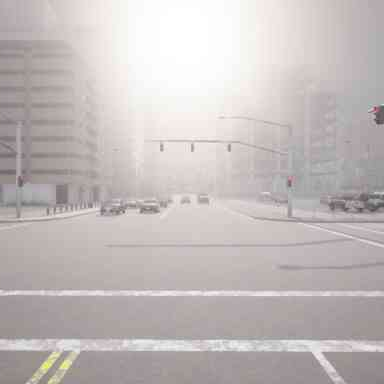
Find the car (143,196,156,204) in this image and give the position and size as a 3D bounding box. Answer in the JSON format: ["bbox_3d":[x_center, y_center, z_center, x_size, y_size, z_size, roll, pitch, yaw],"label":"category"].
[{"bbox_3d":[-8.266,1.564,65.056,1.994,1.385,4.181,0,0,0],"label":"car"}]

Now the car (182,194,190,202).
[{"bbox_3d":[-1.311,1.304,74.454,1.882,1.535,5.008,0,0,0],"label":"car"}]

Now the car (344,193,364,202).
[{"bbox_3d":[33.352,1.153,68.490,1.932,1.855,4.605,0,0,0],"label":"car"}]

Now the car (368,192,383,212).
[{"bbox_3d":[19.463,1.156,35.801,1.905,1.878,3.866,0,0,0],"label":"car"}]

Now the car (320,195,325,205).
[{"bbox_3d":[22.081,1.395,53.281,1.970,1.475,3.806,0,0,0],"label":"car"}]

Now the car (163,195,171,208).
[{"bbox_3d":[-4.689,1.352,48.716,2.097,1.767,4.553,0,0,-1],"label":"car"}]

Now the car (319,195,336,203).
[{"bbox_3d":[27.773,1.395,68.412,1.970,1.475,3.806,0,0,0],"label":"car"}]

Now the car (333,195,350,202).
[{"bbox_3d":[30.669,1.364,68.426,1.784,1.438,3.905,0,0,0],"label":"car"}]

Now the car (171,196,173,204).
[{"bbox_3d":[-4.767,1.351,64.367,2.097,1.767,4.553,0,0,0],"label":"car"}]

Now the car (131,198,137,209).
[{"bbox_3d":[-8.144,1.526,44.353,1.812,1.442,4.674,0,0,0],"label":"car"}]

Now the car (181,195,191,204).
[{"bbox_3d":[-1.233,1.601,65.383,1.895,1.301,4.718,0,0,0],"label":"car"}]

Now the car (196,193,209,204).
[{"bbox_3d":[2.273,1.478,64.710,1.882,1.535,5.008,0,0,0],"label":"car"}]

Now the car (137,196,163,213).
[{"bbox_3d":[-4.590,1.505,36.910,1.837,1.490,4.892,0,0,0],"label":"car"}]

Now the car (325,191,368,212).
[{"bbox_3d":[16.569,1.153,35.841,1.932,1.855,4.605,0,0,0],"label":"car"}]

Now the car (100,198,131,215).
[{"bbox_3d":[-8.067,1.491,34.285,2.128,1.511,4.902,0,0,0],"label":"car"}]
